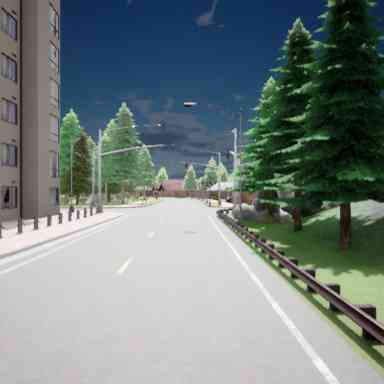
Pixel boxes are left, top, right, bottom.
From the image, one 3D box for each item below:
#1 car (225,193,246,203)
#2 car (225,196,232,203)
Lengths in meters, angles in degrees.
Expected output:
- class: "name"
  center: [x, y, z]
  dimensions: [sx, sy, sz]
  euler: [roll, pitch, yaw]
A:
- class: "car"
  center: [8.432, 1.119, 64.914]
  dimensions: [3.866, 1.878, 1.905]
  euler: [0, 0, -1]
- class: "car"
  center: [8.846, 1.117, 62.404]
  dimensions: [4.605, 1.855, 1.932]
  euler: [0, 0, -1]
